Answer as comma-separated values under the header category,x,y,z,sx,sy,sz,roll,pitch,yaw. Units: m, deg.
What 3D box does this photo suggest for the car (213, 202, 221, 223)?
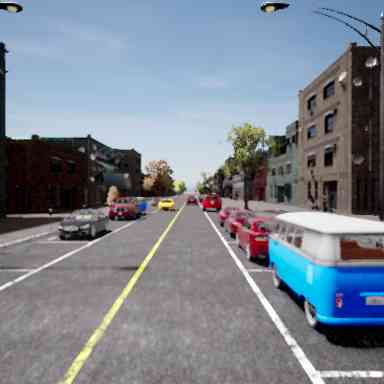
category,x,y,z,sx,sy,sz,roll,pitch,yaw
car,2.686,1.650,23.368,1.802,1.307,4.206,-1,0,0

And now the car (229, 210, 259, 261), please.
category,x,y,z,sx,sy,sz,roll,pitch,yaw
car,2.686,1.580,12.271,1.887,1.381,4.507,-1,0,0

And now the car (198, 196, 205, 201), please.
category,x,y,z,sx,sy,sz,roll,pitch,yaw
car,2.685,1.852,95.496,1.802,1.307,4.206,-1,0,0

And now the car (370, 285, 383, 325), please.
category,x,y,z,sx,sy,sz,roll,pitch,yaw
car,2.686,1.586,1.175,1.802,1.307,4.206,-1,0,0

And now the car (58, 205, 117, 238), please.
category,x,y,z,sx,sy,sz,roll,pitch,yaw
car,-5.695,1.603,17.817,2.008,1.369,4.403,-1,0,0

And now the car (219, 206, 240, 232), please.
category,x,y,z,sx,sy,sz,roll,pitch,yaw
car,2.686,1.634,17.819,1.802,1.307,4.206,-1,0,0

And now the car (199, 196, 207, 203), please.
category,x,y,z,sx,sy,sz,roll,pitch,yaw
car,2.686,1.750,79.020,1.752,1.417,4.829,-1,0,0

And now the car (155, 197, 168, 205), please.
category,x,y,z,sx,sy,sz,roll,pitch,yaw
car,-5.695,1.723,62.204,1.887,1.381,4.507,-1,0,0

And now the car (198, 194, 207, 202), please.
category,x,y,z,sx,sy,sz,roll,pitch,yaw
car,2.683,1.554,84.401,2.192,1.841,5.009,-1,0,0

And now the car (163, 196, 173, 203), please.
category,x,y,z,sx,sy,sz,roll,pitch,yaw
car,-5.696,1.775,78.849,2.008,1.369,4.403,-1,0,0

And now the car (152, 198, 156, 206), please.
category,x,y,z,sx,sy,sz,roll,pitch,yaw
car,-5.696,1.603,56.656,1.967,1.590,4.097,-1,0,0

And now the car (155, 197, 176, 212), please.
category,x,y,z,sx,sy,sz,roll,pitch,yaw
car,-3.086,1.597,41.446,1.882,1.535,5.008,0,0,0

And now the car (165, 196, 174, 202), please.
category,x,y,z,sx,sy,sz,roll,pitch,yaw
car,-5.695,1.822,84.398,1.802,1.307,4.206,-1,0,0

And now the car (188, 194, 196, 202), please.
category,x,y,z,sx,sy,sz,roll,pitch,yaw
car,-0.003,1.454,82.912,2.097,1.767,4.553,0,0,0

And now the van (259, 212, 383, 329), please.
category,x,y,z,sx,sy,sz,roll,pitch,yaw
van,2.684,1.361,6.724,1.690,1.788,3.998,-1,0,0

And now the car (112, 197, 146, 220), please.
category,x,y,z,sx,sy,sz,roll,pitch,yaw
car,-5.697,1.399,28.915,2.192,1.841,5.009,-1,0,0

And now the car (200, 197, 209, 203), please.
category,x,y,z,sx,sy,sz,roll,pitch,yaw
car,2.685,1.774,73.303,1.947,1.339,4.313,-1,0,0

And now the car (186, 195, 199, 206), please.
category,x,y,z,sx,sy,sz,roll,pitch,yaw
car,-0.004,1.526,60.881,2.097,1.767,4.553,0,0,0

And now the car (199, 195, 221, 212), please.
category,x,y,z,sx,sy,sz,roll,pitch,yaw
car,2.391,1.347,41.323,2.150,2.045,5.566,0,0,0

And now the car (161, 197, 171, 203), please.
category,x,y,z,sx,sy,sz,roll,pitch,yaw
car,-5.695,1.791,73.300,1.802,1.307,4.206,-1,0,0
